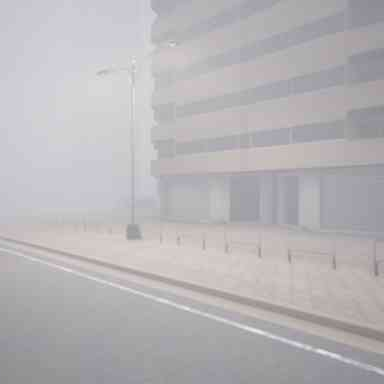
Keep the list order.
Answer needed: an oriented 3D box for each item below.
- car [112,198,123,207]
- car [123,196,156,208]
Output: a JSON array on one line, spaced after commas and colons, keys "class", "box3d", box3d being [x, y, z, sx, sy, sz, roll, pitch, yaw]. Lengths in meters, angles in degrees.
[{"class": "car", "box3d": [-10.568, 1.634, 53.438, 2.128, 1.511, 4.902, 0, 0, 42]}, {"class": "car", "box3d": [-7.788, 1.491, 51.294, 2.097, 1.767, 4.553, 0, 0, 42]}]
